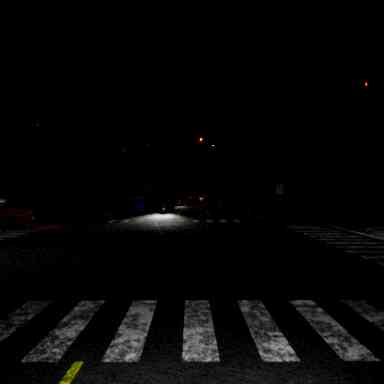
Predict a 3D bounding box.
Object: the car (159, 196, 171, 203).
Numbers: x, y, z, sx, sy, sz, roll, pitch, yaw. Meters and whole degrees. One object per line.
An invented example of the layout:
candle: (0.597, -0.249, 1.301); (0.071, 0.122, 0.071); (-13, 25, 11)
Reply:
car: (-5.439, 1.563, 67.478); (1.947, 1.339, 4.313); (0, 0, 0)

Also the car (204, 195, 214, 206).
car: (2.944, 1.441, 44.756); (1.967, 1.590, 4.097); (0, 0, 0)

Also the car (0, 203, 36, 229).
car: (-12.367, 1.450, 20.593); (5.008, 1.535, 1.882); (0, 1, -4)

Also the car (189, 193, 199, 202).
car: (0.459, 1.183, 73.800); (2.097, 1.767, 4.553); (0, 0, 0)

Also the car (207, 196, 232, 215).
car: (2.872, 1.441, 33.418); (1.967, 1.590, 4.097); (0, 0, 0)

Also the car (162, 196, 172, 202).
car: (-5.403, 1.540, 73.146); (1.887, 1.381, 4.507); (0, 0, 0)

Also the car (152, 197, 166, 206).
car: (-5.510, 1.566, 56.142); (1.947, 1.339, 4.313); (0, 0, 0)

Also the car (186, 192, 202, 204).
car: (0.395, 1.220, 63.440); (2.150, 2.045, 5.566); (0, 0, 0)

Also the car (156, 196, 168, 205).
car: (-5.476, 1.524, 61.640); (1.752, 1.417, 4.829); (0, 0, 0)

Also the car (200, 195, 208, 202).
car: (2.846, 1.449, 79.604); (1.801, 1.575, 5.366); (0, 0, 0)

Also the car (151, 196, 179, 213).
car: (-2.876, 1.492, 36.388); (2.128, 1.511, 4.902); (0, 0, 0)

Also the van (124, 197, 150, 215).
van: (-5.653, 1.341, 33.469); (1.690, 1.788, 3.998); (0, 0, 0)

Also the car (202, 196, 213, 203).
car: (3.087, 1.548, 67.433); (2.008, 1.369, 4.403); (0, 0, 0)

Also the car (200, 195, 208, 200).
car: (3.230, 1.554, 90.110); (1.947, 1.339, 4.313); (0, 0, 0)

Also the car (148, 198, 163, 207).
car: (-5.546, 1.583, 50.474); (1.802, 1.307, 4.206); (0, 0, 0)

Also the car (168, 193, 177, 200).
car: (-5.296, 1.303, 90.151); (2.192, 1.841, 5.009); (0, 0, 0)

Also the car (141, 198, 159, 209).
car: (-5.582, 1.567, 44.806); (1.947, 1.339, 4.313); (0, 0, 0)

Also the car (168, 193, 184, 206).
car: (-2.757, 1.351, 53.417); (2.097, 1.767, 4.553); (0, 0, 0)

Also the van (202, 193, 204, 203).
van: (3.015, 1.341, 56.094); (1.690, 1.788, 3.998); (0, 0, 0)
